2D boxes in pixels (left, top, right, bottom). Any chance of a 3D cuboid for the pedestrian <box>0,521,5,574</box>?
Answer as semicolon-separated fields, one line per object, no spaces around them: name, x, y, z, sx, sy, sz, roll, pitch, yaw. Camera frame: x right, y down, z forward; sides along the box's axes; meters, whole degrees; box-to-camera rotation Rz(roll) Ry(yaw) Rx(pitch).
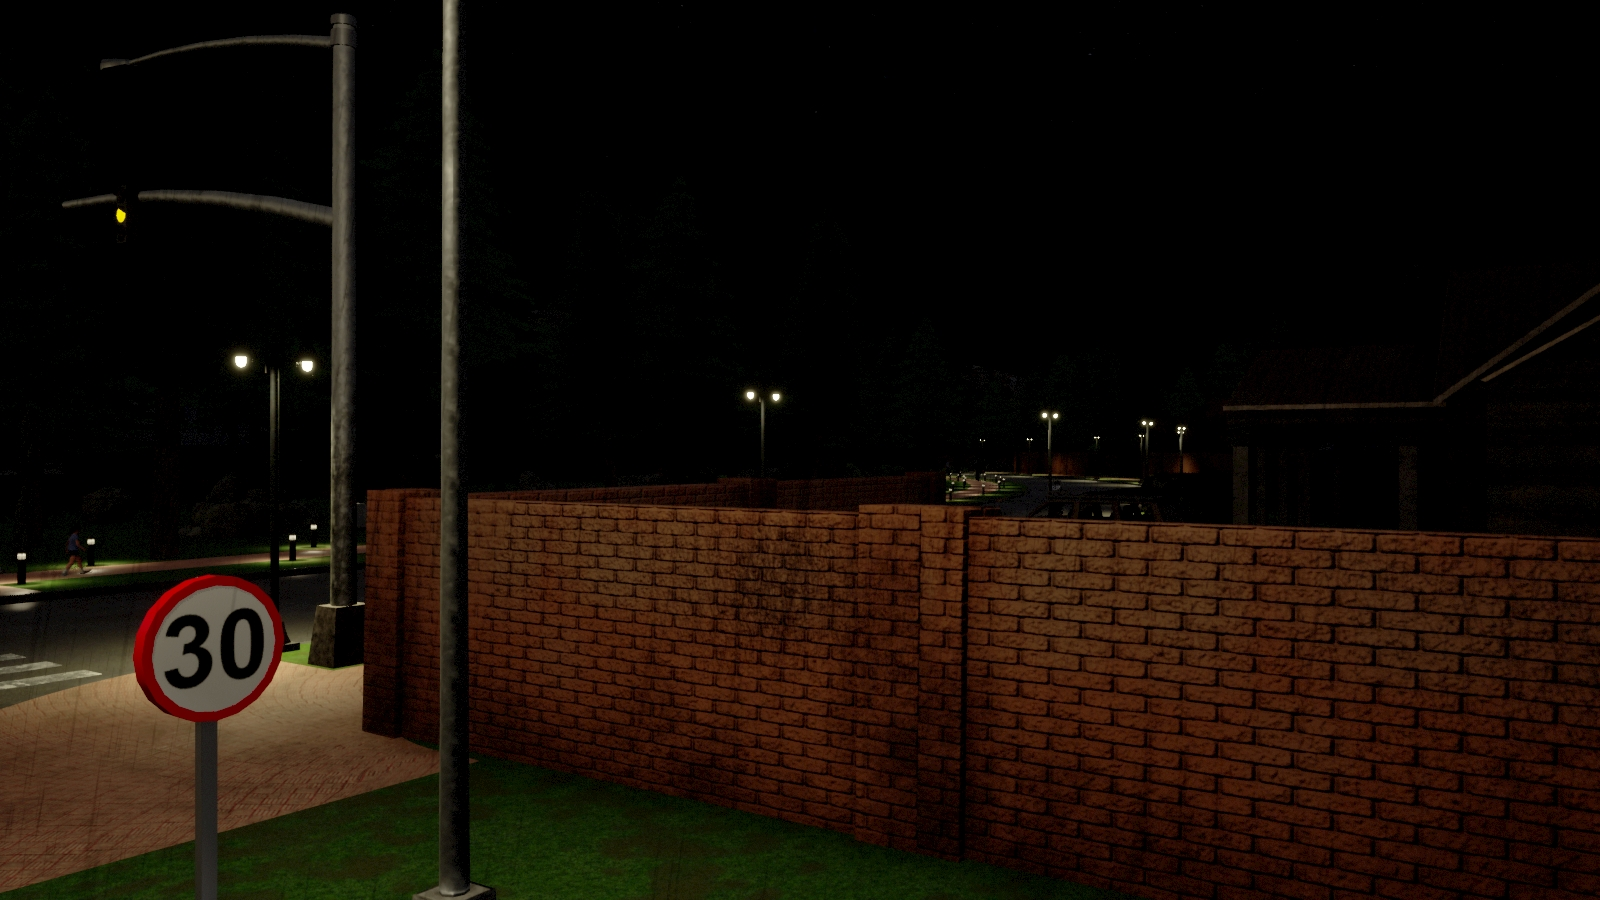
pedestrian;-17.036;2.044;23.946;0.500;1.100;0.500;0;0;41

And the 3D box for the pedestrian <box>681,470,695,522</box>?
pedestrian;-4.066;1.665;41.440;0.375;1.860;0.375;0;0;43

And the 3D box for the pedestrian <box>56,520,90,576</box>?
pedestrian;-15.221;2.044;23.929;0.500;1.100;0.500;0;0;44
